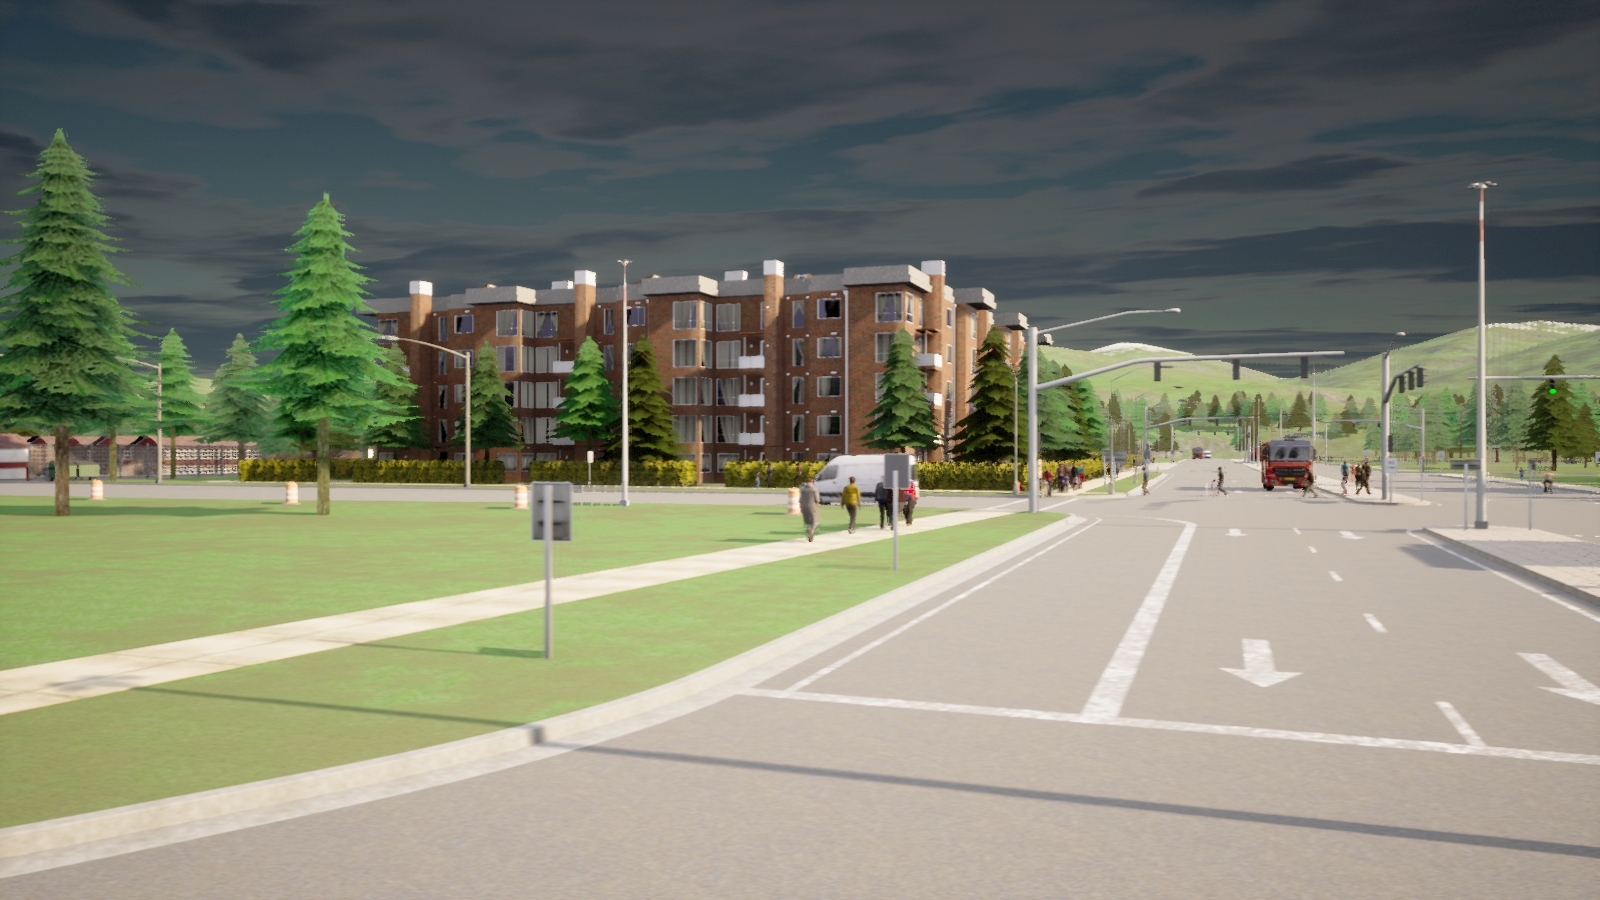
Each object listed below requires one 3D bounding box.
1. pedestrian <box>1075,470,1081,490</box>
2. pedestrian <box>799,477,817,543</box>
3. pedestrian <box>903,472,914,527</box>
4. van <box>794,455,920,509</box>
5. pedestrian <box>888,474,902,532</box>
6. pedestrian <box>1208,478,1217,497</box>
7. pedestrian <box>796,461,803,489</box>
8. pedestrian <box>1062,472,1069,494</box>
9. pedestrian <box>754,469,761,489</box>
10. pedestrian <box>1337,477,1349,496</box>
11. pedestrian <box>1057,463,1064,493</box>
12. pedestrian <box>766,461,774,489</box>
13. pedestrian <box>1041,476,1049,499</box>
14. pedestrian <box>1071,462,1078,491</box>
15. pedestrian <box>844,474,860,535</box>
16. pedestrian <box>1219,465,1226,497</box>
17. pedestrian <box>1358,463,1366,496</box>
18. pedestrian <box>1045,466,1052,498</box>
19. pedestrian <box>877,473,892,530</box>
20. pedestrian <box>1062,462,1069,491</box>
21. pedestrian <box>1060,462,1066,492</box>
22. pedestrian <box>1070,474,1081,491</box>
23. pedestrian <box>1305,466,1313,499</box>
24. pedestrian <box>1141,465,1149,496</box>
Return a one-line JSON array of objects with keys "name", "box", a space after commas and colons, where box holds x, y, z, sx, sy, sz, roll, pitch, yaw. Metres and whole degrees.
[{"name": "pedestrian", "box": [18.263, 1.977, 75.022, 0.375, 1.300, 0.375, 0, 0, 16]}, {"name": "pedestrian", "box": [0.225, 1.695, 32.449, 0.375, 1.860, 0.375, 0, 0, 24]}, {"name": "pedestrian", "box": [3.721, 1.695, 39.178, 0.375, 1.860, 0.375, 0, 0, 8]}, {"name": "van", "box": [2.808, 1.532, 56.444, 5.915, 2.561, 1.988, 0, 0, 20]}, {"name": "pedestrian", "box": [3.075, 1.695, 36.939, 0.375, 1.860, 0.375, 0, 0, 17]}, {"name": "pedestrian", "box": [24.486, 2.228, 67.805, 0.500, 1.100, 0.500, 0, 0, 15]}, {"name": "pedestrian", "box": [-0.015, 1.693, 77.014, 0.375, 1.860, 0.375, 0, 0, 25]}, {"name": "pedestrian", "box": [15.998, 1.977, 68.791, 0.375, 1.300, 0.375, 0, 0, 14]}, {"name": "pedestrian", "box": [-2.871, 1.973, 77.876, 0.375, 1.300, 0.375, 0, 0, 17]}, {"name": "pedestrian", "box": [31.271, 2.095, 65.799, 0.500, 1.100, 0.500, 0, 0, 13]}, {"name": "pedestrian", "box": [15.839, 1.694, 69.469, 0.375, 1.860, 0.375, 0, 0, 20]}, {"name": "pedestrian", "box": [-2.022, 1.693, 77.807, 0.375, 1.860, 0.375, 0, 0, 37]}, {"name": "pedestrian", "box": [13.868, 2.127, 64.748, 0.375, 1.300, 0.375, 0, 0, 23]}, {"name": "pedestrian", "box": [17.817, 1.695, 74.145, 0.375, 1.860, 0.375, 0, 0, 20]}, {"name": "pedestrian", "box": [1.606, 1.695, 35.468, 0.375, 1.860, 0.375, 0, 0, 24]}, {"name": "pedestrian", "box": [25.285, 1.849, 68.456, 0.375, 1.860, 0.375, 0, 0, 17]}, {"name": "pedestrian", "box": [32.204, 1.697, 65.497, 0.375, 1.860, 0.375, 0, 0, 15]}, {"name": "pedestrian", "box": [14.312, 1.847, 65.798, 0.375, 1.860, 0.375, 0, 0, 23]}, {"name": "pedestrian", "box": [2.813, 1.695, 37.903, 0.375, 1.860, 0.375, 0, 0, 25]}, {"name": "pedestrian", "box": [16.864, 1.697, 72.599, 0.375, 1.860, 0.375, 0, 0, 22]}, {"name": "pedestrian", "box": [16.471, 1.694, 71.615, 0.375, 1.860, 0.375, 0, 0, 17]}, {"name": "pedestrian", "box": [17.505, 2.075, 72.624, 0.500, 1.100, 0.500, 0, 0, 35]}, {"name": "pedestrian", "box": [29.259, 1.849, 65.683, 0.375, 1.860, 0.375, 0, 0, 18]}, {"name": "pedestrian", "box": [20.730, 1.850, 68.584, 0.375, 1.860, 0.375, 0, 0, 31]}]
